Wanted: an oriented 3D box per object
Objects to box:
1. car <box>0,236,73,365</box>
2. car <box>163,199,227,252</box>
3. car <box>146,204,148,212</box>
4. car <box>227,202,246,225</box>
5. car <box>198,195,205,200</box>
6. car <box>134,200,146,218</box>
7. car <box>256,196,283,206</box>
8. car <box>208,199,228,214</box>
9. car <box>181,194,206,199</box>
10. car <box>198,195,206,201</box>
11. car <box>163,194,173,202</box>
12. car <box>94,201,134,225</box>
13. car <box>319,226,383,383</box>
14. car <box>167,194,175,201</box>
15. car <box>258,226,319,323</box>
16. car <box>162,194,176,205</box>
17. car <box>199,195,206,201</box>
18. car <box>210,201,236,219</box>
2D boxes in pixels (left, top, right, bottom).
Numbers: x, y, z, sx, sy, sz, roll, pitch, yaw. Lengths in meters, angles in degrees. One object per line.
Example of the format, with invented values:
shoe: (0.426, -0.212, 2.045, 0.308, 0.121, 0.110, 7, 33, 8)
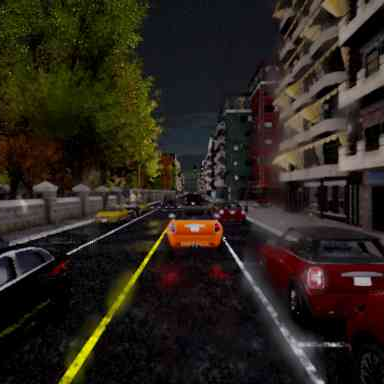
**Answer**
car: (-3.098, 1.489, 4.243, 2.128, 1.511, 4.902, 0, 0, 0)
car: (0.102, 1.344, 13.983, 2.097, 1.767, 4.553, 0, 0, 0)
car: (-5.685, 1.515, 35.181, 1.752, 1.417, 4.829, 0, 0, 0)
car: (2.693, 1.429, 24.088, 1.967, 1.590, 4.097, 0, 0, 0)
car: (2.708, 1.576, 95.522, 2.008, 1.369, 4.403, 0, 0, 0)
car: (-5.685, 1.540, 29.720, 2.008, 1.369, 4.403, 0, 0, 0)
car: (14.628, 1.586, 62.340, 5.009, 1.841, 2.192, 1, -1, 0)
car: (2.696, 1.515, 35.520, 1.752, 1.417, 4.829, 0, 0, 0)
car: (0.108, 1.210, 33.533, 2.150, 2.045, 5.566, 0, 0, 0)
car: (2.707, 1.564, 89.986, 1.887, 1.381, 4.507, 0, 0, 0)
car: (-5.677, 1.324, 78.917, 2.192, 1.841, 5.009, 0, 0, 0)
car: (-5.687, 1.515, 23.920, 1.752, 1.417, 4.829, 0, 0, 0)
car: (2.688, 1.314, 1.567, 2.192, 1.841, 5.009, 0, 0, 0)
car: (-5.674, 1.460, 89.988, 1.967, 1.590, 4.097, 0, 0, 0)
car: (2.690, 1.435, 7.198, 1.967, 1.590, 4.097, 0, 0, 0)
car: (-2.991, 1.338, 46.034, 2.033, 1.411, 5.357, 0, 0, 0)
car: (2.705, 1.540, 84.621, 1.752, 1.417, 4.829, 0, 0, 0)
car: (2.695, 1.555, 29.719, 1.947, 1.339, 4.313, 0, 0, 0)
